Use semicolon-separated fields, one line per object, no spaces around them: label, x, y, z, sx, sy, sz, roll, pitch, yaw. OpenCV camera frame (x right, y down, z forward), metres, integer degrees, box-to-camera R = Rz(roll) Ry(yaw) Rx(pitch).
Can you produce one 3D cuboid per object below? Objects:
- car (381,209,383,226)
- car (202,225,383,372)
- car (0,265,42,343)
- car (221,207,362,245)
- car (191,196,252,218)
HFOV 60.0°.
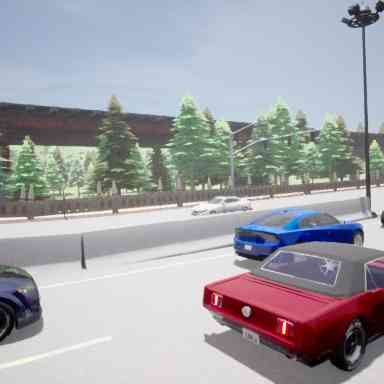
car;10.834;0.880;15.869;4.181;1.385;1.994;-4;2;-36
car;2.566;1.528;5.602;4.718;1.301;1.895;-2;1;-36
car;-4.495;1.563;4.842;4.181;1.385;1.994;0;0;-36
car;3.554;1.283;10.624;5.008;1.535;1.882;-3;2;-36
car;2.074;1.027;22.746;4.674;1.442;1.812;-4;2;-36
